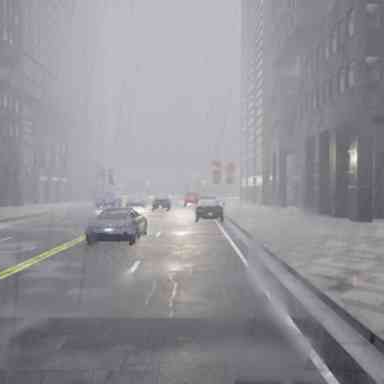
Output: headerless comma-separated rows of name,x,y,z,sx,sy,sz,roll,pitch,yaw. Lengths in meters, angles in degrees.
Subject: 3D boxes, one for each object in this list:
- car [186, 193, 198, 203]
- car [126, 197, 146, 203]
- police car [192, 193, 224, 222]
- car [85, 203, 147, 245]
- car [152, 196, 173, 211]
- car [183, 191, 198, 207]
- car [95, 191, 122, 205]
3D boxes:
car,-0.015,1.118,59.731,2.097,1.767,4.553,0,0,0
car,-6.594,1.256,39.523,1.994,1.385,4.181,0,0,0
police car,1.132,1.139,23.225,1.930,1.638,5.238,0,0,0
car,-3.153,1.376,14.582,1.994,1.385,4.181,0,1,0
car,-3.159,1.185,35.717,1.837,1.490,4.892,0,0,0
car,0.014,0.921,45.434,2.150,2.045,5.566,0,-1,0
car,-9.848,0.911,39.722,2.150,2.045,5.566,0,0,0
